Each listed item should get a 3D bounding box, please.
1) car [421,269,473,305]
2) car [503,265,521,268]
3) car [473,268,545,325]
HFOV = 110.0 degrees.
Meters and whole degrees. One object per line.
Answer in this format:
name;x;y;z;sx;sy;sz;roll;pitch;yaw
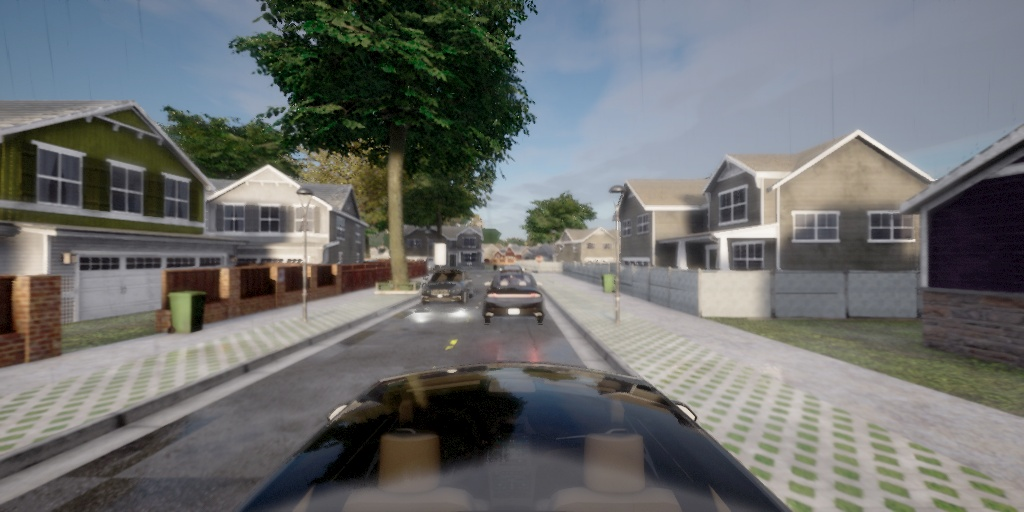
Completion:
car;-2.887;1.375;16.759;1.837;1.490;4.892;0;0;0
car;0.014;1.446;29.304;1.882;1.535;5.008;0;-1;0
car;0.059;1.328;12.254;2.128;1.511;4.902;0;0;0
